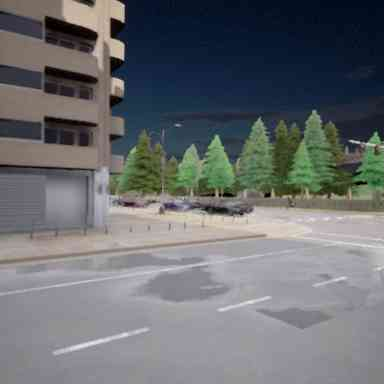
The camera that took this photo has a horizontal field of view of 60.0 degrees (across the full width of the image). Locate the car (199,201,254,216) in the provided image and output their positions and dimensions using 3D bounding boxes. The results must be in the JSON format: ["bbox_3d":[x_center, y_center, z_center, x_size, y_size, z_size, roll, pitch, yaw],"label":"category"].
[{"bbox_3d":[3.419,1.636,33.676,2.033,1.411,5.357,0,0,-37],"label":"car"}]

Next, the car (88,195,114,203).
[{"bbox_3d":[-18.454,1.447,67.358,4.892,1.490,1.837,0,0,15],"label":"car"}]

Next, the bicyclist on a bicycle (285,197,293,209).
[{"bbox_3d":[13.171,1.485,45.094,1.656,1.620,0.582,0,0,-35],"label":"bicyclist on a bicycle"}]

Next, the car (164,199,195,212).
[{"bbox_3d":[-2.010,1.615,41.398,1.812,1.442,4.674,0,0,-36],"label":"car"}]

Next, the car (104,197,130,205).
[{"bbox_3d":[-13.907,1.703,61.655,4.718,1.301,1.895,0,0,26],"label":"car"}]

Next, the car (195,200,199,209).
[{"bbox_3d":[-0.239,1.660,45.008,2.033,1.411,5.357,0,0,-36],"label":"car"}]

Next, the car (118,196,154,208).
[{"bbox_3d":[-8.262,1.437,49.102,4.553,1.767,2.097,0,0,42],"label":"car"}]

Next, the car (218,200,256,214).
[{"bbox_3d":[5.022,1.676,37.495,1.994,1.385,4.181,0,0,-35],"label":"car"}]

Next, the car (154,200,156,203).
[{"bbox_3d":[-9.153,1.734,63.065,4.718,1.301,1.895,0,0,31],"label":"car"}]

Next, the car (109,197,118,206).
[{"bbox_3d":[-11.061,1.588,55.931,4.902,1.511,2.128,0,0,34],"label":"car"}]
